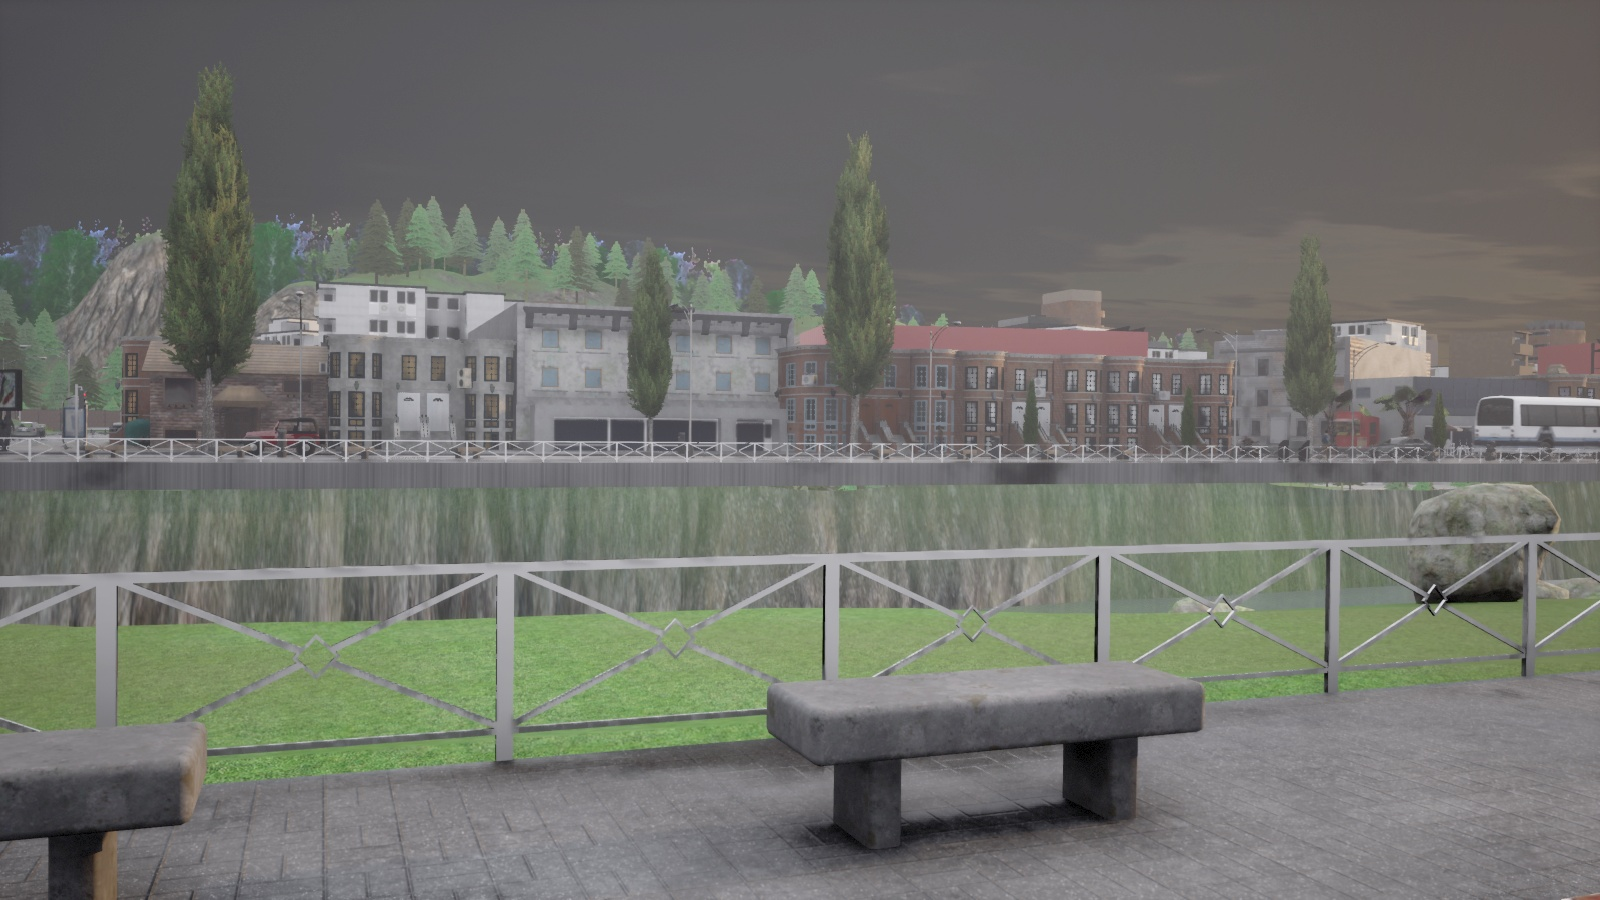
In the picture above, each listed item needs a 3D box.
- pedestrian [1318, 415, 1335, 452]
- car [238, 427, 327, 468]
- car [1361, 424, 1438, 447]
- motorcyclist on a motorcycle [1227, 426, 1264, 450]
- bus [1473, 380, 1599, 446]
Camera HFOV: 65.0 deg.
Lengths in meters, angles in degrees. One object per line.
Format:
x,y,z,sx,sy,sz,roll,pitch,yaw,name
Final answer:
28.304,-0.898,67.523,0.788,1.949,0.423,-1,1,-23,pedestrian
-24.798,-0.119,60.292,3.866,1.878,1.905,-1,1,-21,car
40.679,-1.023,85.198,4.892,1.490,1.837,-1,1,-21,car
28.609,-0.787,80.608,2.191,1.530,0.866,-1,1,-21,motorcyclist on a motorcycle
50.942,-2.509,84.806,10.273,4.253,3.944,-1,1,-21,bus
